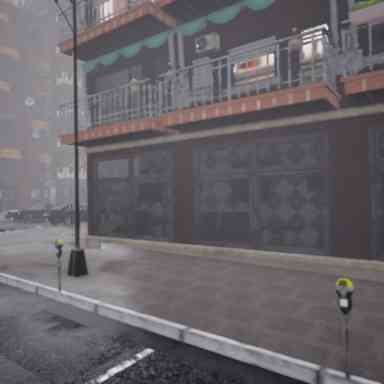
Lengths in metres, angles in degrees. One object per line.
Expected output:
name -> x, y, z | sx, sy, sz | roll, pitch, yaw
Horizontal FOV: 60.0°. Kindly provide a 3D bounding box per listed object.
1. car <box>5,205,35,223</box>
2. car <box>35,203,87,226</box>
car -> -11.500, 1.571, 25.376 | 1.895, 1.301, 4.718 | -1, -1, 33
car -> -7.445, 1.415, 21.740 | 2.008, 1.369, 4.403 | -1, -1, 36
